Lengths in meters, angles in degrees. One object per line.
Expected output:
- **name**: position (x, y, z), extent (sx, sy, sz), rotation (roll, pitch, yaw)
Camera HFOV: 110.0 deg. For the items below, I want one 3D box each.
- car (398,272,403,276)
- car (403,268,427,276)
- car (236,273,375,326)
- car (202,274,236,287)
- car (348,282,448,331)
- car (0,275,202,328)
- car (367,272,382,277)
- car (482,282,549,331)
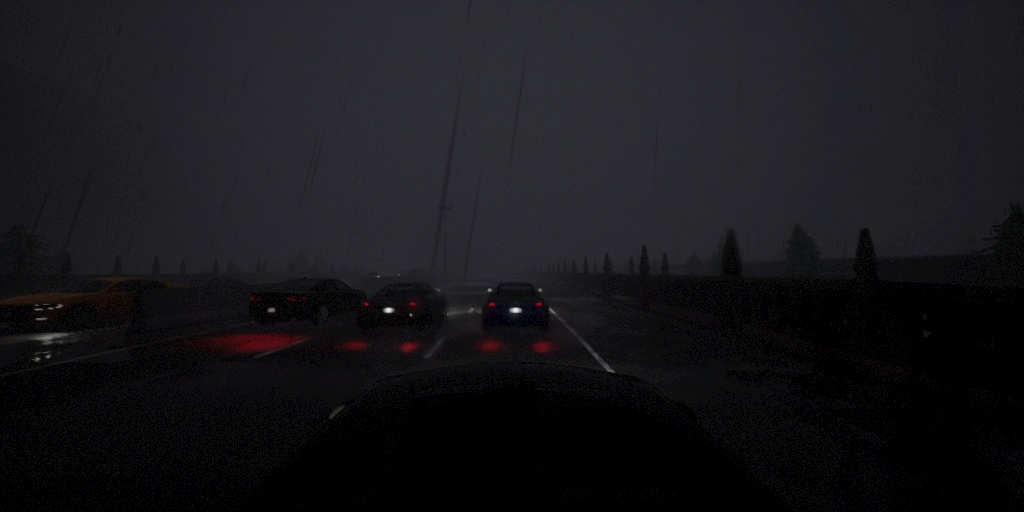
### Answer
- **car**: position (-18.225, 3.259, 61.710), extent (2.097, 1.767, 4.553), rotation (0, -2, -6)
- **car**: position (-14.180, 2.820, 53.759), extent (2.150, 2.045, 5.566), rotation (0, -2, -1)
- **car**: position (-6.899, 1.492, 12.765), extent (1.882, 1.535, 5.008), rotation (0, -2, 0)
- **car**: position (-17.596, 1.806, 20.487), extent (2.128, 1.511, 4.902), rotation (0, -2, 0)
- **car**: position (-3.399, 1.544, 11.883), extent (1.994, 1.385, 4.181), rotation (0, -2, 0)
- **car**: position (-14.099, 1.486, 12.562), extent (1.882, 1.535, 5.008), rotation (0, -2, 0)
- **car**: position (-21.205, 3.121, 54.207), extent (1.837, 1.490, 4.892), rotation (0, -2, -2)
- **car**: position (0.102, 1.543, 11.877), extent (1.994, 1.385, 4.181), rotation (0, -2, 0)
